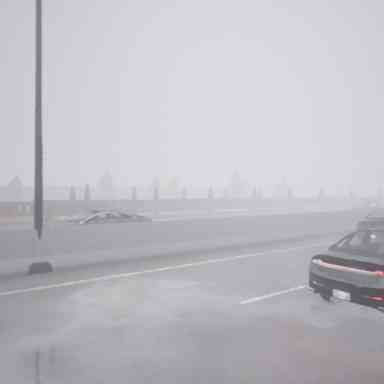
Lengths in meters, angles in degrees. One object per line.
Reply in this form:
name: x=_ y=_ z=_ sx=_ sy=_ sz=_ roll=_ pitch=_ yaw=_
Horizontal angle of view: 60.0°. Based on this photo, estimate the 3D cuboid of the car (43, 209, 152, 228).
car: x=-3.979 y=1.492 z=14.048 sx=4.902 sy=1.511 sz=2.128 roll=0 pitch=0 yaw=-35

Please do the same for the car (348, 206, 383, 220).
car: x=9.113 y=1.506 z=14.544 sx=4.892 sy=1.490 sz=1.837 roll=0 pitch=0 yaw=-35

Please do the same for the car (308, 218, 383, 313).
car: x=4.454 y=1.492 z=6.925 sx=4.902 sy=1.511 sz=2.128 roll=0 pitch=0 yaw=-35

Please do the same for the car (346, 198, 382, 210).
car: x=20.137 y=1.495 z=38.971 sx=4.902 sy=1.511 sz=2.128 roll=0 pitch=0 yaw=-30
